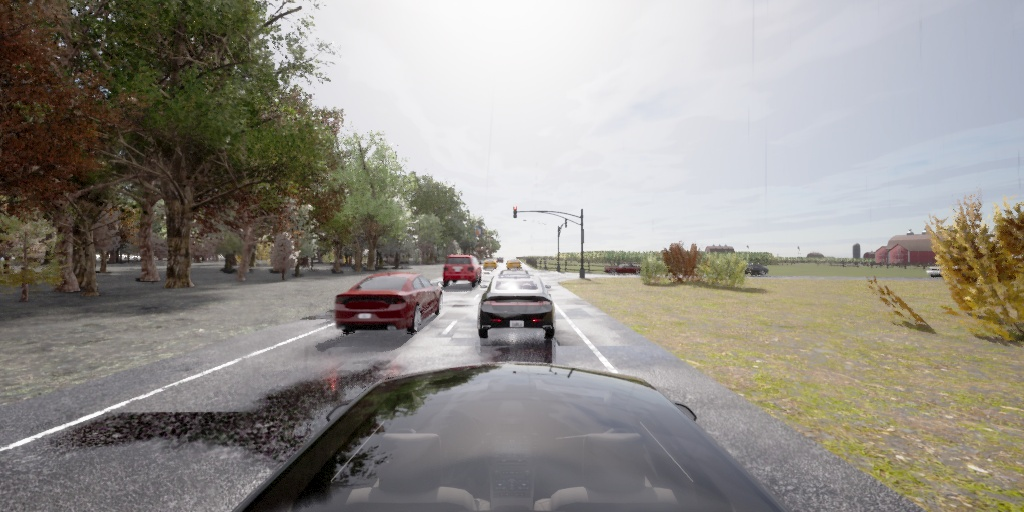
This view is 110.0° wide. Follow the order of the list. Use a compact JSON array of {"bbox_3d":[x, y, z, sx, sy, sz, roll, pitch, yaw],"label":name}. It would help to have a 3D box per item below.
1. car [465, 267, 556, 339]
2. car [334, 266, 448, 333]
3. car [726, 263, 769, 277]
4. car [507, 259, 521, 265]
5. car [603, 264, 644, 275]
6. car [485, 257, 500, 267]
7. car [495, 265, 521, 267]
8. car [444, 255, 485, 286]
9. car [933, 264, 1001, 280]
[{"bbox_3d":[0.110,1.244,10.113,2.128,1.511,4.902,0,0,0],"label":"car"},{"bbox_3d":[-3.389,1.230,10.736,1.882,1.535,5.008,0,0,0],"label":"car"},{"bbox_3d":[27.000,1.604,41.618,4.892,1.490,1.837,0,-1,0],"label":"car"},{"bbox_3d":[0.250,1.233,54.580,1.882,1.535,5.008,-1,0,-5],"label":"car"},{"bbox_3d":[13.151,1.554,41.903,4.718,1.301,1.895,1,-1,3],"label":"car"},{"bbox_3d":[-3.346,1.233,56.579,1.882,1.535,5.008,0,0,0],"label":"car"},{"bbox_3d":[0.119,1.355,19.235,1.895,1.301,4.718,0,0,0],"label":"car"},{"bbox_3d":[-3.379,0.976,24.981,2.150,2.045,5.566,0,0,0],"label":"car"},{"bbox_3d":[48.625,1.825,37.888,5.357,1.411,2.033,1,-1,1],"label":"car"}]
